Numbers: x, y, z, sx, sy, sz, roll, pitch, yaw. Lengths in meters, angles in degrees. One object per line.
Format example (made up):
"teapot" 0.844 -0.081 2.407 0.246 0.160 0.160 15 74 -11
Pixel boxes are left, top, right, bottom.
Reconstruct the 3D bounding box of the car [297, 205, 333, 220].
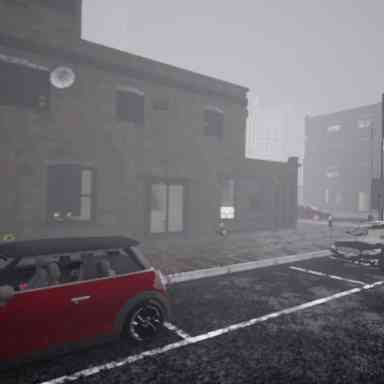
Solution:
"car" 10.866 1.888 31.067 1.887 1.381 4.507 1 -1 -35

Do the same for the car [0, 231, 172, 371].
"car" -2.409 1.448 4.821 4.097 1.590 1.967 1 1 -36

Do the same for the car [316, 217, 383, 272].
"car" 6.384 1.670 11.113 4.403 1.369 2.008 1 1 -36

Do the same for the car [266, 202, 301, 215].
"car" 12.138 2.120 44.296 1.967 1.590 4.097 1 -1 -35
